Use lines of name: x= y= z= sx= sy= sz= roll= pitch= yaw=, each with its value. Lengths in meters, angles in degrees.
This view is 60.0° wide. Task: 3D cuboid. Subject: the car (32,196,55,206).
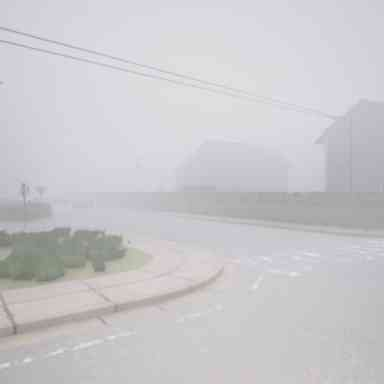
car: x=-21.930 y=1.518 z=48.190 sx=2.128 sy=1.511 sz=4.902 roll=0 pitch=0 yaw=-35

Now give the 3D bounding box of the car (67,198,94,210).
car: x=-14.436 y=1.522 z=43.868 sx=2.128 sy=1.511 sz=4.902 roll=0 pitch=0 yaw=-35

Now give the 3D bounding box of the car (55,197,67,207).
car: x=-21.225 y=1.511 z=53.222 sx=1.882 sy=1.535 sz=5.008 roll=0 pitch=0 yaw=-36

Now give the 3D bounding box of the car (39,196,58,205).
car: x=-25.839 y=1.525 z=59.622 sx=2.128 sy=1.511 sz=4.902 roll=0 pitch=0 yaw=-36
